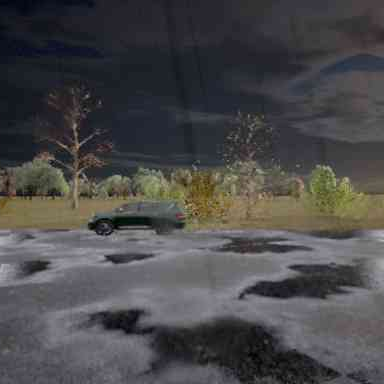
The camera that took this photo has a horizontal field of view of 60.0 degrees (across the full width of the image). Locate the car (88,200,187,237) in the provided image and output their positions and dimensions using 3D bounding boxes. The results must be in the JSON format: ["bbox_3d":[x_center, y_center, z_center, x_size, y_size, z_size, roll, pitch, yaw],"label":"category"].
[{"bbox_3d":[-3.079,1.475,19.313,5.566,2.045,2.150,0,-1,-1],"label":"car"}]
